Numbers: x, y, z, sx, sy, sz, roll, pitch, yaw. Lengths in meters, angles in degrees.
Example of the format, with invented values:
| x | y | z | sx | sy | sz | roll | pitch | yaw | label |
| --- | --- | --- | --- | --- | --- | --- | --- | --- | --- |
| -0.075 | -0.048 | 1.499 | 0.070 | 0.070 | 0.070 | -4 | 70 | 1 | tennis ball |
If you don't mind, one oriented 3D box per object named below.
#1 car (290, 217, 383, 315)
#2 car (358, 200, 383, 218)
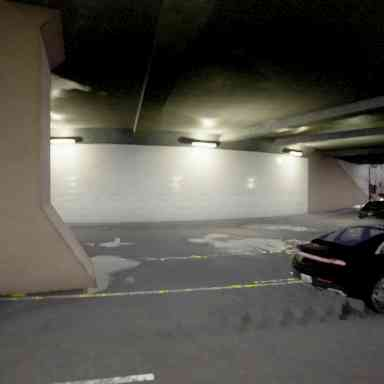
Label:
| x | y | z | sx | sy | sz | roll | pitch | yaw | label |
| --- | --- | --- | --- | --- | --- | --- | --- | --- | --- |
| 4.550 | 1.480 | 7.310 | 4.902 | 1.511 | 2.128 | 0 | 0 | -18 | car |
| 15.095 | 1.461 | 27.159 | 1.837 | 1.490 | 4.892 | 0 | 0 | 41 | car |
